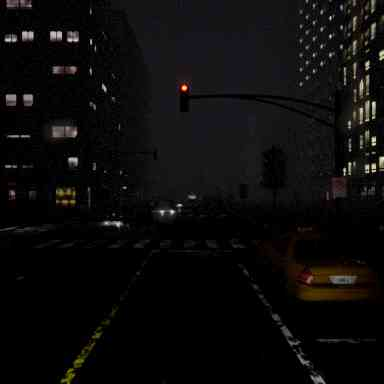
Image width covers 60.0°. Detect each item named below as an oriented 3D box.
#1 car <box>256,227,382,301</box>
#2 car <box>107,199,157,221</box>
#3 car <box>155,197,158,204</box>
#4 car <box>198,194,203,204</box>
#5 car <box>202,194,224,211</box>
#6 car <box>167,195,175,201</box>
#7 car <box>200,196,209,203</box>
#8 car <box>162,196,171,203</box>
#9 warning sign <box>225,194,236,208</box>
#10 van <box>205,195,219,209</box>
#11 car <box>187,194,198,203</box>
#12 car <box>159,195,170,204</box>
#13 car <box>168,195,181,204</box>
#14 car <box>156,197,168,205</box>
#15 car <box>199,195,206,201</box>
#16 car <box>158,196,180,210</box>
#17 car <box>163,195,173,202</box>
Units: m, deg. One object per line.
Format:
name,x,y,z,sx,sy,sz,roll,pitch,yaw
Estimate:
car,2.694,1.526,8.232,1.752,1.417,4.829,0,0,0
car,-5.226,1.603,28.293,1.994,1.385,4.181,0,1,31
car,-5.659,1.567,40.482,2.008,1.369,4.403,0,0,0
car,2.737,1.361,62.581,2.192,1.841,5.009,0,0,0
car,2.720,1.332,40.475,2.192,1.841,5.009,0,0,0
car,-5.619,1.624,90.052,1.752,1.417,4.829,0,0,0
car,2.747,1.611,73.635,1.887,1.381,4.507,0,0,0
car,-5.633,1.648,73.642,1.802,1.307,4.206,0,0,0
warning sign,5.109,1.135,43.730,1.300,1.860,1.060,0,0,0
van,2.724,1.363,46.001,1.690,1.788,3.998,0,0,0
car,0.157,1.656,67.764,1.895,1.301,4.718,0,0,0
car,-5.638,1.496,68.115,1.967,1.590,4.097,0,0,0
car,-3.022,1.569,61.124,1.812,1.442,4.674,0,0,0
car,-5.642,1.591,62.587,1.887,1.381,4.507,0,0,0
car,2.761,1.624,90.385,1.752,1.417,4.829,0,0,0
car,-3.064,1.566,43.014,2.033,1.411,5.357,0,0,0
car,-5.629,1.516,79.168,1.967,1.590,4.097,0,0,0
